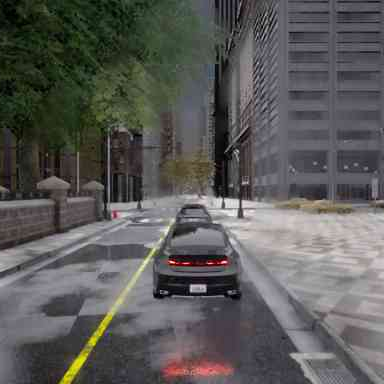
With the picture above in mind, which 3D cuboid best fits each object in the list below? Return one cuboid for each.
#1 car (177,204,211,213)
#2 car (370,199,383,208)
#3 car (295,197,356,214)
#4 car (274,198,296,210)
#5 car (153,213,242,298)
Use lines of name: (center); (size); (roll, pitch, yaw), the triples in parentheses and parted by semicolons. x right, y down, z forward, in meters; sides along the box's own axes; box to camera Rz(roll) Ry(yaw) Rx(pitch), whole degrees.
car: (0.101, 1.441, 18.601); (2.033, 1.649, 4.856); (0, 0, 1)
car: (23.452, 1.146, 38.988); (4.829, 1.417, 1.752); (-1, 1, 0)
car: (12.411, 1.343, 30.527); (4.829, 1.417, 1.752); (-1, 1, 0)
car: (12.111, 1.330, 39.054); (4.829, 1.417, 1.752); (-1, 1, 0)
car: (0.114, 1.508, 8.471); (1.837, 1.490, 4.892); (0, 0, 0)
